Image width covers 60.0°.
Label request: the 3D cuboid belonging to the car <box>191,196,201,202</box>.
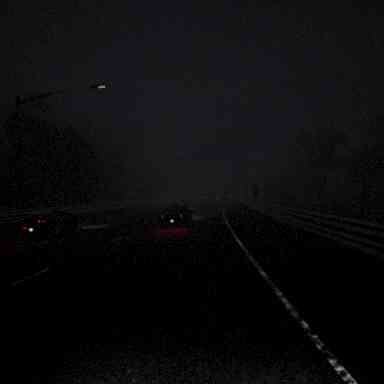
[{"bbox_3d":[1.005,1.818,82.904,1.837,1.490,4.892,-2,0,11],"label":"car"}]

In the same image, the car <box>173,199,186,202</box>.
[{"bbox_3d":[-1.827,1.738,45.562,1.812,1.442,4.674,-2,0,8],"label":"car"}]

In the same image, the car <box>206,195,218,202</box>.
[{"bbox_3d":[4.642,1.695,83.264,1.837,1.490,4.892,-2,0,11],"label":"car"}]

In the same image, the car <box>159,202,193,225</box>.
[{"bbox_3d":[-1.090,1.685,24.891,1.895,1.301,4.718,-2,0,7],"label":"car"}]

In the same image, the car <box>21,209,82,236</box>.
[{"bbox_3d":[-8.593,1.823,20.766,1.837,1.490,4.892,-2,0,7],"label":"car"}]

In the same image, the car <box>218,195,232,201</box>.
[{"bbox_3d":[8.281,1.668,83.625,1.895,1.301,4.718,-2,0,11],"label":"car"}]
